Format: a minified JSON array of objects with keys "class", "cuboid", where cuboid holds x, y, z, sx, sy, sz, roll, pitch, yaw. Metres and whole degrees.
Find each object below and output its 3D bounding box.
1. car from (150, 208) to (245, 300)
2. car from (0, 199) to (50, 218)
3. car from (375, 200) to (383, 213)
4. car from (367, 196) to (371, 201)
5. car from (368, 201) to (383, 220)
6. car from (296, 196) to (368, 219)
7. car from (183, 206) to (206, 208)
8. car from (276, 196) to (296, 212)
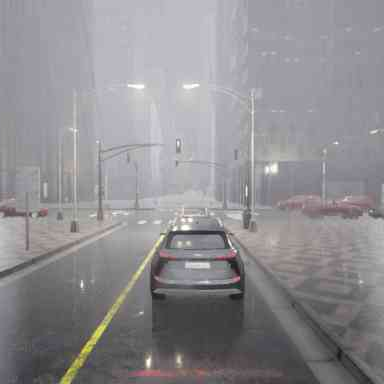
[{"class":"car","cuboid":[0.124,1.428,8.407,2.033,1.649,4.856,0,0,1]},{"class":"car","cuboid":[-14.863,1.567,29.153,4.507,1.381,1.887,0,1,0]},{"class":"car","cuboid":[23.464,1.633,37.717,4.313,1.339,1.947,0,1,0]},{"class":"car","cuboid":[17.823,1.353,37.709,5.009,1.841,2.192,0,1,0]},{"class":"car","cuboid":[17.821,1.742,29.188,4.313,1.339,1.947,0,1,0]},{"class":"car","cuboid":[12.178,1.463,29.179,5.009,1.841,2.192,0,1,0]},{"class":"car","cuboid":[0.129,1.507,17.493,1.837,1.490,4.892,0,0,0]},{"class":"car","cuboid":[12.180,1.325,37.703,5.009,1.841,2.192,0,1,0]}]
